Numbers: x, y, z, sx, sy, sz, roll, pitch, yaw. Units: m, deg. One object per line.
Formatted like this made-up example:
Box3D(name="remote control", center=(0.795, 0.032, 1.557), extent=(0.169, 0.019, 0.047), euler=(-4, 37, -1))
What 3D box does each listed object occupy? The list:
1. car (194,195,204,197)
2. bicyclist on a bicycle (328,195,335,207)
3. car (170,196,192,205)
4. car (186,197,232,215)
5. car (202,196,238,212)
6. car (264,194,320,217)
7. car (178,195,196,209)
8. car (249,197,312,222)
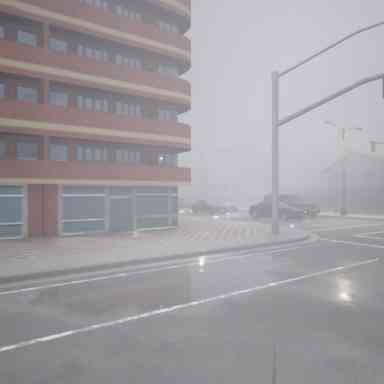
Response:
Box3D(name="car", center=(0.728, 1.351, 62.452), extent=(2.097, 1.767, 4.553), euler=(0, 0, -35))
Box3D(name="bicyclist on a bicycle", center=(19.295, 1.300, 45.856), extent=(1.656, 1.620, 0.582), euler=(0, 0, -35))
Box3D(name="car", center=(-2.124, 1.525, 60.506), extent=(1.812, 1.442, 4.674), euler=(0, 0, -34))
Box3D(name="car", center=(1.685, 1.525, 34.449), extent=(1.812, 1.442, 4.674), euler=(0, 0, -35))
Box3D(name="car", center=(3.256, 1.525, 38.348), extent=(1.812, 1.442, 4.674), euler=(0, 0, -35))
Box3D(name="car", center=(8.794, 1.221, 30.302), extent=(2.150, 2.045, 5.566), euler=(0, 0, -34))
Box3D(name="car", center=(-1.989, 1.504, 45.952), extent=(1.837, 1.490, 4.892), euler=(0, 0, -34))
Box3D(name="car", center=(6.808, 1.477, 26.973), extent=(1.882, 1.535, 5.008), euler=(0, 0, -34))
